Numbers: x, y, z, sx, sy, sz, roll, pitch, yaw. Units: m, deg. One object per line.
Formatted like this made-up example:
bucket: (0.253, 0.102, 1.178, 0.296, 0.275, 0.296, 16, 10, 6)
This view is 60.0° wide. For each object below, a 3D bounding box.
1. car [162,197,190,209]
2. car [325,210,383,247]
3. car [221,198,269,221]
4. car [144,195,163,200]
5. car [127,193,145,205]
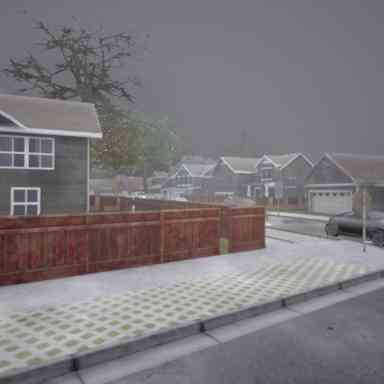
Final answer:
car: (-1.316, 1.379, 36.776, 1.812, 1.442, 4.674, 0, 0, -25)
car: (8.100, 1.529, 15.046, 1.994, 1.385, 4.181, 0, 0, -22)
car: (3.881, 1.262, 25.337, 2.097, 1.767, 4.553, 0, 0, -24)
car: (-5.202, 1.409, 51.006, 1.895, 1.301, 4.718, 0, 0, -28)
car: (-8.454, 1.343, 51.156, 2.033, 1.411, 5.357, 0, 0, -28)
